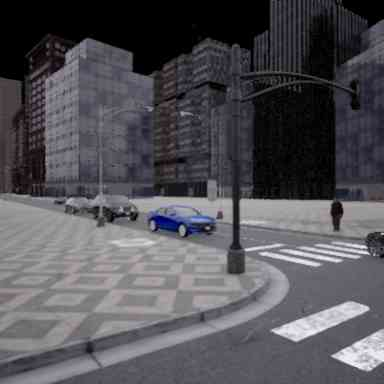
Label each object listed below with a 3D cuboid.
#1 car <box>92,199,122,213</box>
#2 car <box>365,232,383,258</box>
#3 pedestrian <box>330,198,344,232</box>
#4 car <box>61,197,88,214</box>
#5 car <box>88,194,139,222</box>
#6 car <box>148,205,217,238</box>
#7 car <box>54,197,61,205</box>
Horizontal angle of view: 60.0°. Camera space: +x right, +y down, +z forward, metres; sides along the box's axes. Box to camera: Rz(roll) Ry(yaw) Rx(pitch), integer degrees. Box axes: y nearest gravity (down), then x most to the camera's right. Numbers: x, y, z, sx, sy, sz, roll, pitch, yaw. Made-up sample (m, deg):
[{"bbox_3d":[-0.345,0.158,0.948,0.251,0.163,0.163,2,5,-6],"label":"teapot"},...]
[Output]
[{"bbox_3d":[-9.639,1.518,37.341,1.994,1.385,4.181,0,0,-34],"label":"car"},{"bbox_3d":[7.188,1.602,9.959,2.033,1.411,5.357,0,0,5],"label":"car"},{"bbox_3d":[7.542,1.155,17.339,0.375,1.860,0.375,0,0,-34],"label":"pedestrian"},{"bbox_3d":[-11.784,1.318,34.824,2.097,1.767,4.553,0,0,-34],"label":"car"},{"bbox_3d":[-6.216,1.213,26.557,2.150,2.045,5.566,0,0,-34],"label":"car"},{"bbox_3d":[-0.652,1.496,18.316,1.882,1.535,5.008,0,0,-35],"label":"car"},{"bbox_3d":[-21.300,1.486,54.592,1.895,1.301,4.718,0,0,-34],"label":"car"}]
